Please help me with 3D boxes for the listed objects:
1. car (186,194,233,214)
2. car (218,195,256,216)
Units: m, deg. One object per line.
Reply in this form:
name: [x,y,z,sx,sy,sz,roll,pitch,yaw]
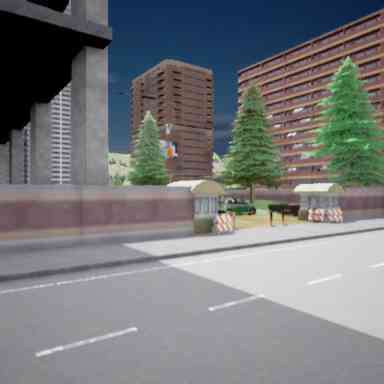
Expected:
car: [1.814,1.137,33.605,4.605,1.855,1.932,0,0,-35]
car: [3.846,1.305,29.559,3.988,1.617,1.851,0,0,-35]
